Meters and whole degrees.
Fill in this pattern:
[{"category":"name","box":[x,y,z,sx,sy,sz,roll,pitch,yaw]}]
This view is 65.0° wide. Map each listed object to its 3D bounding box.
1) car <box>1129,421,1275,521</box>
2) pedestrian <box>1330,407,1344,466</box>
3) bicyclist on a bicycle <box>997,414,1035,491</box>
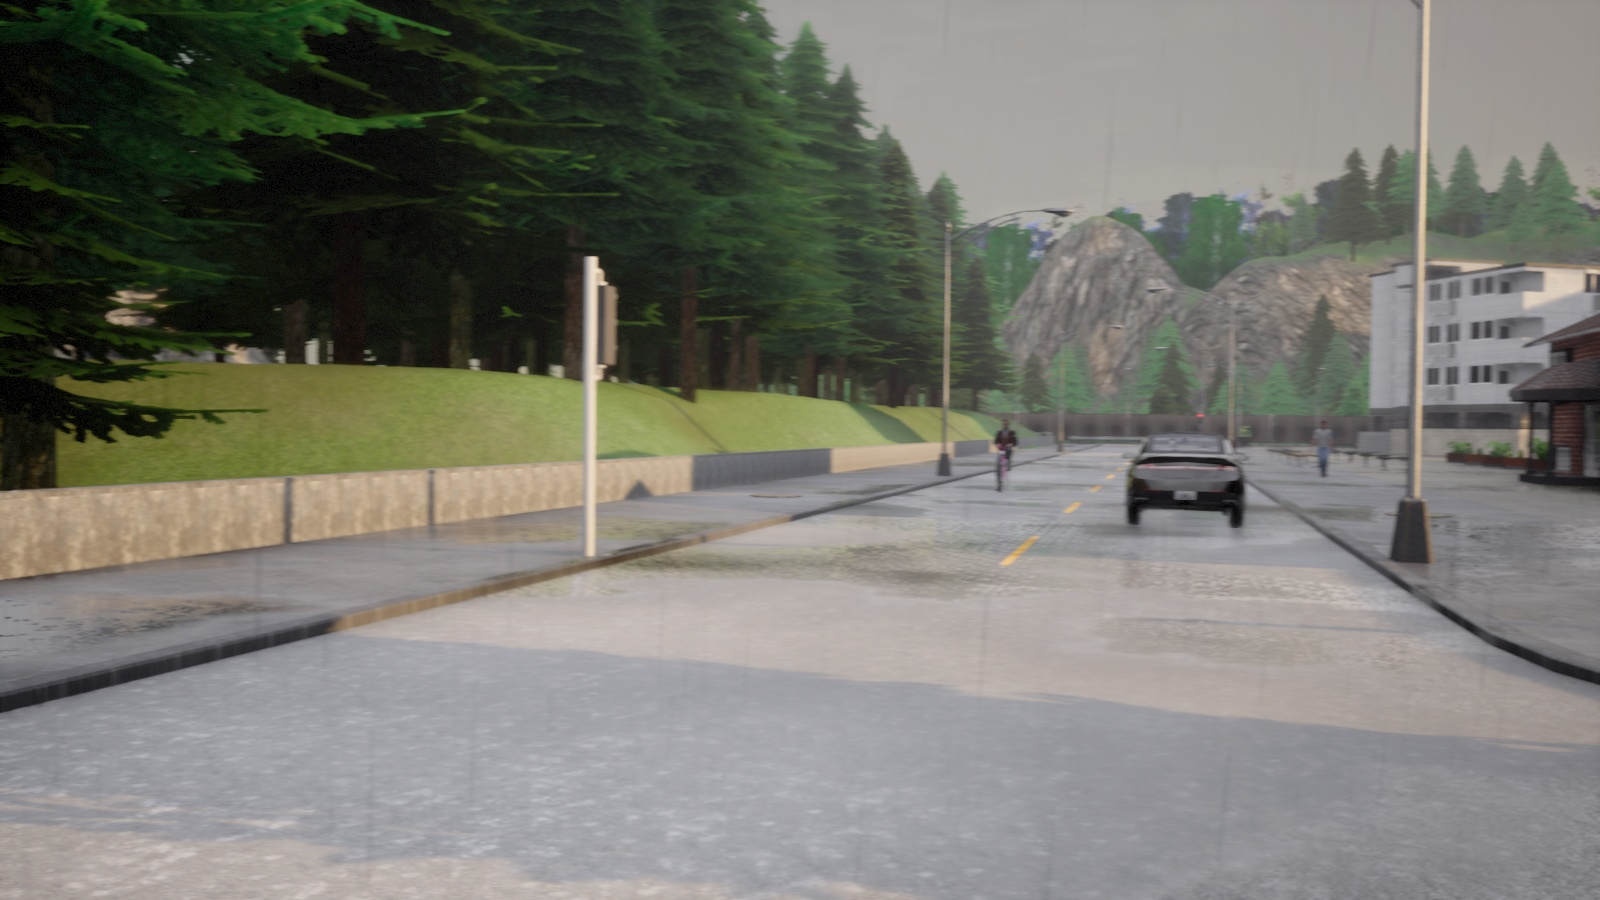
[{"category":"car","box":[6.876,0.266,21.658,2.128,1.511,4.902,0,1,17]},{"category":"pedestrian","box":[16.907,-0.425,39.569,0.354,1.836,0.706,0,1,19]},{"category":"bicyclist on a bicycle","box":[5.119,0.039,29.691,0.659,1.776,1.843,0,1,17]}]
